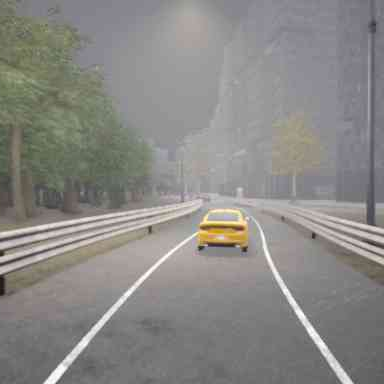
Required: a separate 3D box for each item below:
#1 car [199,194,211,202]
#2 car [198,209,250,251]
[{"bbox_3d":[2.598,1.286,71.875,2.097,1.767,4.553,0,0,-10],"label":"car"},{"bbox_3d":[1.424,1.483,14.297,1.882,1.535,5.008,0,0,9],"label":"car"}]
